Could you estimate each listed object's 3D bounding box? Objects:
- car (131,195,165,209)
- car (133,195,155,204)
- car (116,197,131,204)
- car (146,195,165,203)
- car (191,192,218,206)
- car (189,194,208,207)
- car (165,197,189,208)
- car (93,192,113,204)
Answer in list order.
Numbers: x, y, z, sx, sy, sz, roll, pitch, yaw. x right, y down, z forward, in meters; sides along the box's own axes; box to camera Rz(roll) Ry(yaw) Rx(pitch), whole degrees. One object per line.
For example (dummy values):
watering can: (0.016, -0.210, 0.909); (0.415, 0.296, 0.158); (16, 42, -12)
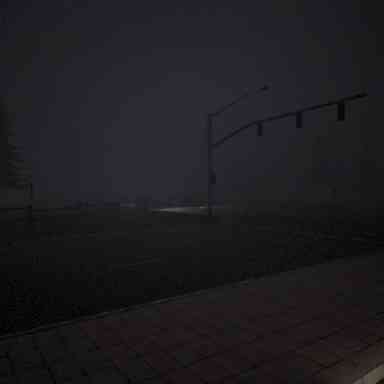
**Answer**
car: (-5.853, 1.478, 43.909); (1.895, 1.301, 4.718); (0, 0, -35)
car: (-8.751, 1.326, 60.425); (2.128, 1.511, 4.902); (0, 0, -34)
car: (-11.519, 1.456, 58.263); (1.895, 1.301, 4.718); (0, 0, -34)
car: (-7.090, 1.376, 64.228); (1.994, 1.385, 4.181); (0, 0, -34)
car: (1.676, 1.035, 51.493); (2.150, 2.045, 5.566); (0, 0, -35)
car: (0.033, 1.382, 47.710); (2.033, 1.411, 5.357); (0, 0, -35)
car: (-2.765, 1.382, 45.601); (1.812, 1.442, 4.674); (0, 0, -35)
car: (-15.591, 1.099, 58.003); (2.150, 2.045, 5.566); (0, 0, -34)
